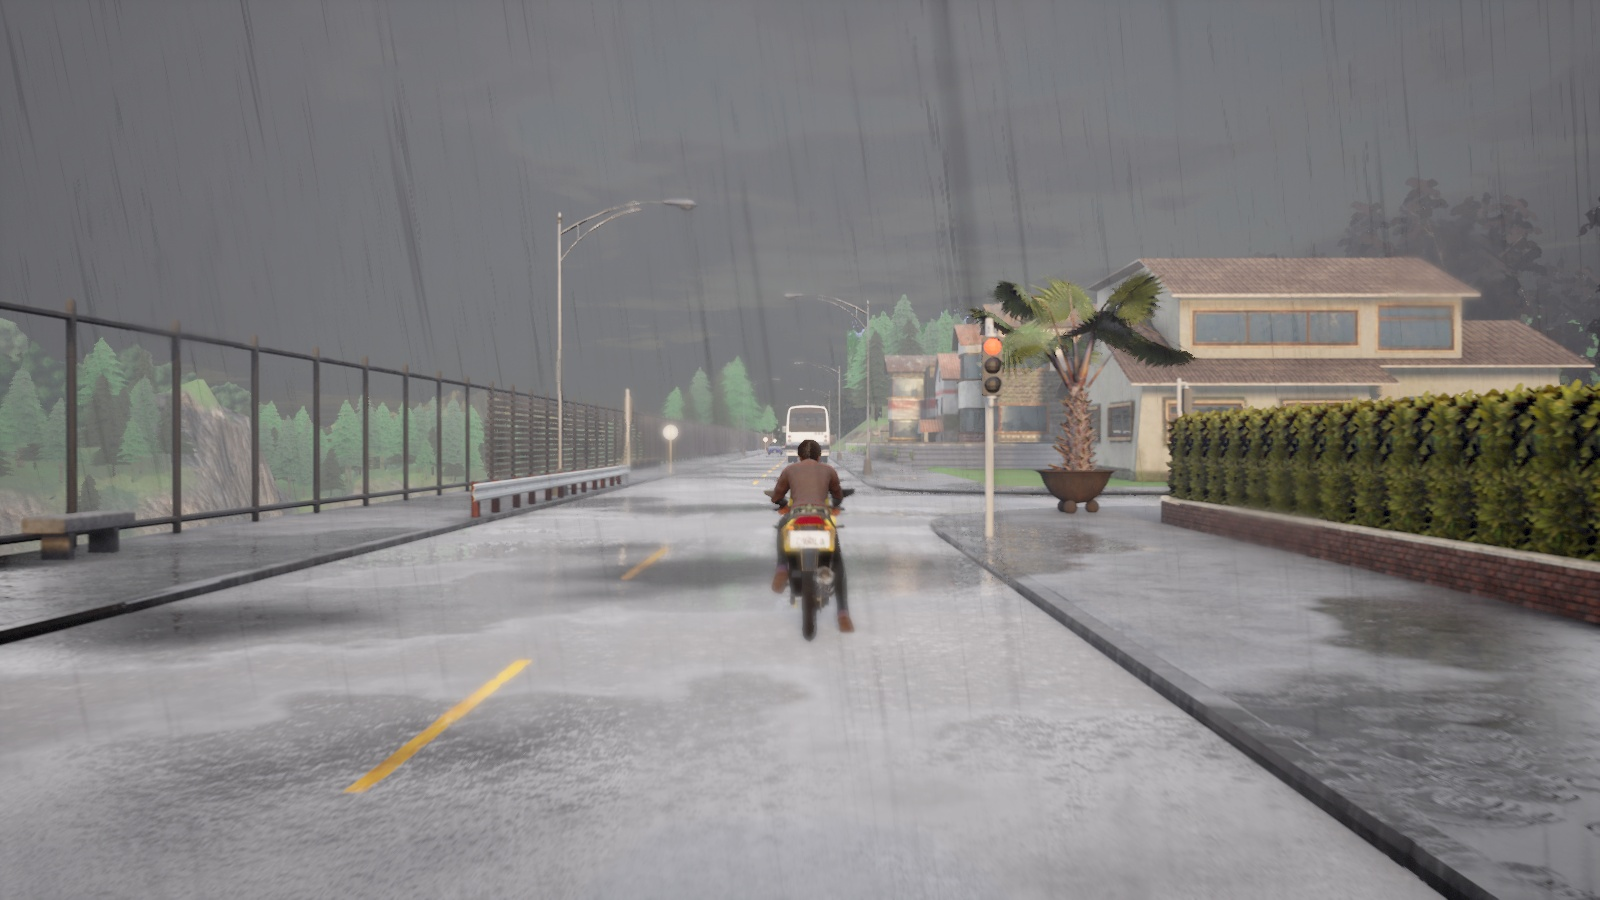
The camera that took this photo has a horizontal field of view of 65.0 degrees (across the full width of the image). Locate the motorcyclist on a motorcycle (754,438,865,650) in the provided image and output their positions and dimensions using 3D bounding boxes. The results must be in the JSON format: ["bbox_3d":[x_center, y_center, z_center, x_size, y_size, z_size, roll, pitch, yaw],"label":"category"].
[{"bbox_3d":[0.074,0.669,10.027,0.797,1.523,2.044,0,0,0],"label":"motorcyclist on a motorcycle"}]

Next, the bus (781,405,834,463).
[{"bbox_3d":[0.594,-1.209,98.110,3.944,4.253,10.273,0,0,0],"label":"bus"}]
